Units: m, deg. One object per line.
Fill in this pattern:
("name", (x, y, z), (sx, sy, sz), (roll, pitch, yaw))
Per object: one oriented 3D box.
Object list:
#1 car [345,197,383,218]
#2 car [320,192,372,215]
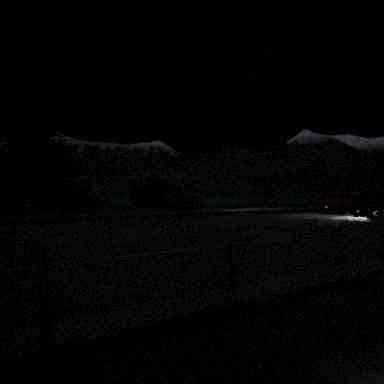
("car", (15.688, 1.405, 28.593), (4.181, 1.385, 1.994), (0, 0, -24))
("car", (15.078, 1.050, 32.202), (5.566, 2.045, 2.150), (0, 0, -24))
